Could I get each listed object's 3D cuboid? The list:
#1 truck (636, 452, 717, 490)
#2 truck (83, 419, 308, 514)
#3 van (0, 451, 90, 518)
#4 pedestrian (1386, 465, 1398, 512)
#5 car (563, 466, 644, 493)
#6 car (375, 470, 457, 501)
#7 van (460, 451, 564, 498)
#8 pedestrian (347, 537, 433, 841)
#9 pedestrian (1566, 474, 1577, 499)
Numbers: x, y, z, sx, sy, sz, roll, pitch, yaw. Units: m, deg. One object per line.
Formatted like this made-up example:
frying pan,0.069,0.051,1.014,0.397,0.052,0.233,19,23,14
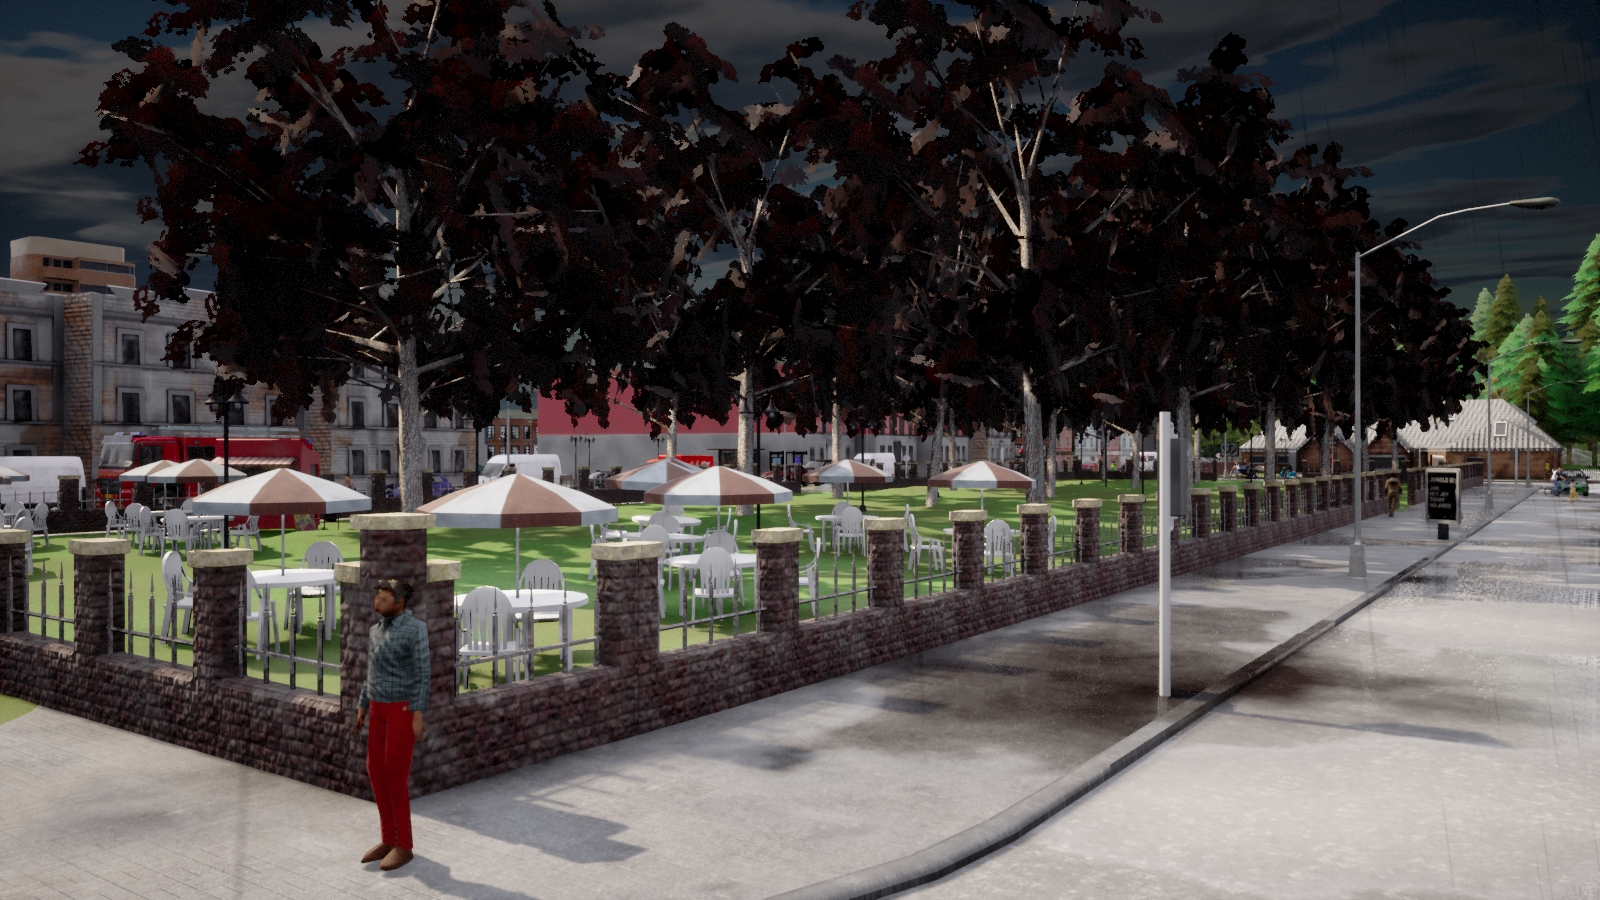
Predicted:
truck,-8.233,1.348,76.671,2.627,2.467,5.204,0,0,35
truck,-26.598,0.670,50.778,2.891,3.827,8.468,0,0,35
van,-31.021,1.314,44.007,1.988,2.561,5.915,0,0,35
pedestrian,23.586,1.525,45.510,0.375,1.860,0.375,0,0,35
car,-12.166,1.814,71.050,2.097,1.535,5.006,0,0,35
car,-20.045,1.818,59.739,1.845,1.501,3.633,0,0,35
van,-16.329,1.314,65.083,1.988,2.561,5.915,0,0,35
pedestrian,-2.655,1.517,7.406,0.375,1.860,0.375,0,0,36
pedestrian,40.573,1.908,60.060,0.375,1.300,0.375,0,0,-34
